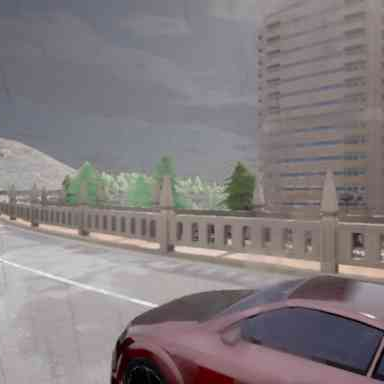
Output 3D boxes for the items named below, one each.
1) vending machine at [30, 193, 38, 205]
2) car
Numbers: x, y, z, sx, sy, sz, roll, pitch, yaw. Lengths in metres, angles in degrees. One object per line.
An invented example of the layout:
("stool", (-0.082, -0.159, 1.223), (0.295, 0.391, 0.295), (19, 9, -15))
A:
("vending machine", (-27.376, 1.208, 57.631), (1.100, 2.100, 0.880), (0, 0, -13))
("car", (1.159, 1.564, 3.191), (4.181, 1.385, 1.994), (0, 0, 36))
